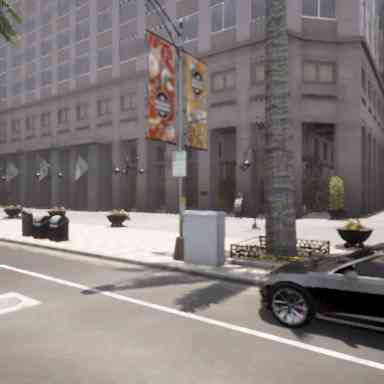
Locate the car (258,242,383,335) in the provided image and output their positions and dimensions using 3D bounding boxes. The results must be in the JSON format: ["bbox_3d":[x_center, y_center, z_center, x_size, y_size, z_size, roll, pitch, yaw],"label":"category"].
[{"bbox_3d":[3.441,1.513,5.334,4.786,1.482,2.161,0,0,35],"label":"car"}]
